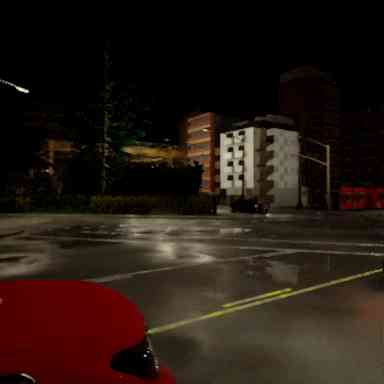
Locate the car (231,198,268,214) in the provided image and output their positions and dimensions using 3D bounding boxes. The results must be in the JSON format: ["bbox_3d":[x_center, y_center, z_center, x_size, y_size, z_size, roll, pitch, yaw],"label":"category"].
[{"bbox_3d":[6.486,1.543,37.809,2.097,1.767,4.553,0,0,-35],"label":"car"}]

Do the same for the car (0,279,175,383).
[{"bbox_3d":[-2.785,1.214,1.760,5.566,2.045,2.150,0,0,-36],"label":"car"}]
